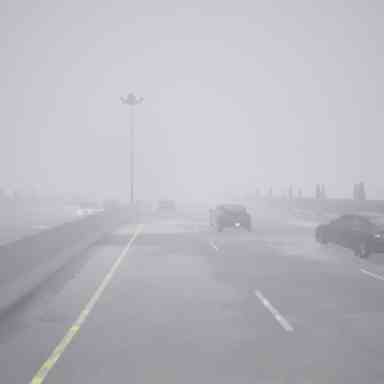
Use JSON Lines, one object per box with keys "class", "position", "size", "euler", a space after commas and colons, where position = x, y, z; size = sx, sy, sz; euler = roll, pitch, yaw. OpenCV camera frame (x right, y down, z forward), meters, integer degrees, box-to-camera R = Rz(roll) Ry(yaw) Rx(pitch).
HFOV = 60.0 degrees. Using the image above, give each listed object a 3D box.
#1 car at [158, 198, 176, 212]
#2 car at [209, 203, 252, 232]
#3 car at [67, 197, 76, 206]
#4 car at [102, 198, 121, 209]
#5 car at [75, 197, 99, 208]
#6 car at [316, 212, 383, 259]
{"class": "car", "position": [-2.904, 1.418, 38.480], "size": [2.128, 1.511, 4.902], "euler": [0, 0, -5]}
{"class": "car", "position": [2.200, 1.452, 19.915], "size": [1.837, 1.490, 4.892], "euler": [0, 0, -5]}
{"class": "car", "position": [-18.366, 1.504, 53.108], "size": [2.033, 1.411, 5.357], "euler": [0, 0, -4]}
{"class": "car", "position": [-10.600, 1.509, 44.155], "size": [1.994, 1.385, 4.181], "euler": [0, 0, -5]}
{"class": "car", "position": [-14.279, 1.556, 46.109], "size": [1.895, 1.301, 4.718], "euler": [0, 0, -5]}
{"class": "car", "position": [6.324, 1.473, 12.334], "size": [1.812, 1.442, 4.674], "euler": [0, 0, -4]}
